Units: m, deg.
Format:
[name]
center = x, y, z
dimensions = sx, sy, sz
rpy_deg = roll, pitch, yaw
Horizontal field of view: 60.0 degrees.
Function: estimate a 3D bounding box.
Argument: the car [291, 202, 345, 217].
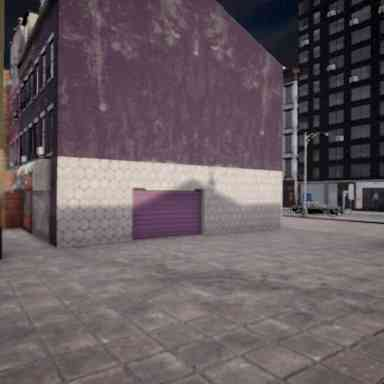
[car]
center = 11.924, 1.633, 31.642
dimensions = 1.895, 1.301, 4.718
rpy_deg = 1, 0, -35
